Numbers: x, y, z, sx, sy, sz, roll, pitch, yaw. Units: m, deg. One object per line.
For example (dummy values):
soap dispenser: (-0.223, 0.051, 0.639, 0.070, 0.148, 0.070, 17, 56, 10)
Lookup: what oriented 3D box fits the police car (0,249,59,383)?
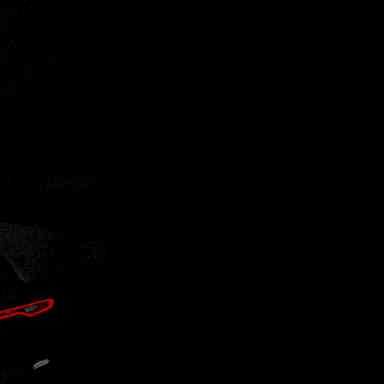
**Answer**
police car: (-3.844, 1.443, 5.016, 5.238, 1.638, 1.930, -1, 1, 45)
